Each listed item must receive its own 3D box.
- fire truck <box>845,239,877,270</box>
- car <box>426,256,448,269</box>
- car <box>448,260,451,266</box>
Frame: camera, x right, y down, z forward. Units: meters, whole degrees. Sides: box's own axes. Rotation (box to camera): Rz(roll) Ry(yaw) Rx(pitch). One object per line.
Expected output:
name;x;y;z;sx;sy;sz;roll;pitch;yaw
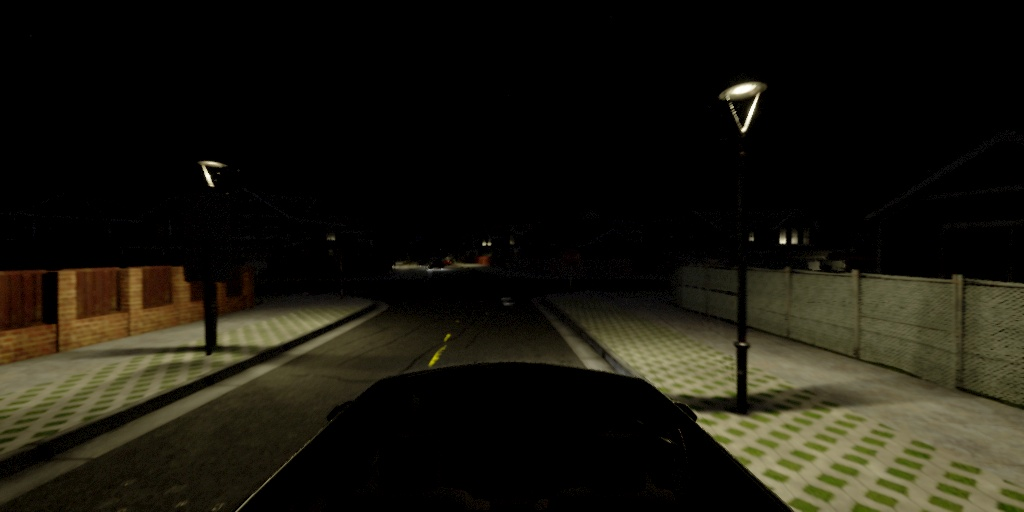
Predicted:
fire truck;34.389;0.188;32.371;8.468;3.827;2.891;0;1;-19
car;-10.726;1.058;51.006;1.812;1.442;4.674;-1;0;-17
car;-12.252;1.053;63.905;1.895;1.301;4.718;-1;0;-19
